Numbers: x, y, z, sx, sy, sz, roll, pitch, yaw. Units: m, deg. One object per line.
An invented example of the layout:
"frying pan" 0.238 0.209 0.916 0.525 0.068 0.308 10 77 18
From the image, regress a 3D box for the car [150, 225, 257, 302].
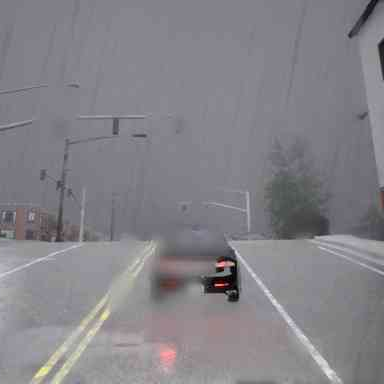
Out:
"car" 0.090 1.595 8.524 2.128 1.511 4.902 0 -1 0

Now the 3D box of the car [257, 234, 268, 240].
"car" 5.294 4.938 32.274 4.553 1.767 2.097 -5 -15 19
